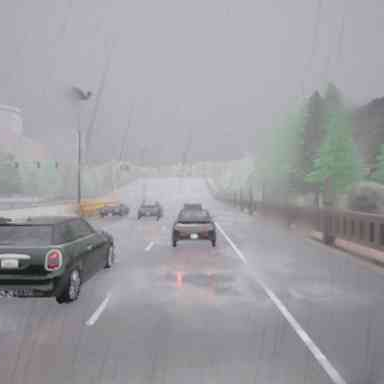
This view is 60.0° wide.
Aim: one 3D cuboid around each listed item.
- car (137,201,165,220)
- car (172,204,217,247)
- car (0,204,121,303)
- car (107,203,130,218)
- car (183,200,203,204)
[{"bbox_3d":[-3.421,1.515,28.261,2.128,1.511,4.902,0,0,0],"label":"car"},{"bbox_3d":[0.090,1.503,15.217,2.128,1.511,4.902,0,0,0],"label":"car"},{"bbox_3d":[-3.410,1.361,8.366,2.097,1.767,4.553,0,0,0],"label":"car"},{"bbox_3d":[-6.922,1.630,30.352,1.895,1.301,4.718,0,0,0],"label":"car"},{"bbox_3d":[0.075,1.503,33.576,1.882,1.535,5.008,0,0,0],"label":"car"}]
